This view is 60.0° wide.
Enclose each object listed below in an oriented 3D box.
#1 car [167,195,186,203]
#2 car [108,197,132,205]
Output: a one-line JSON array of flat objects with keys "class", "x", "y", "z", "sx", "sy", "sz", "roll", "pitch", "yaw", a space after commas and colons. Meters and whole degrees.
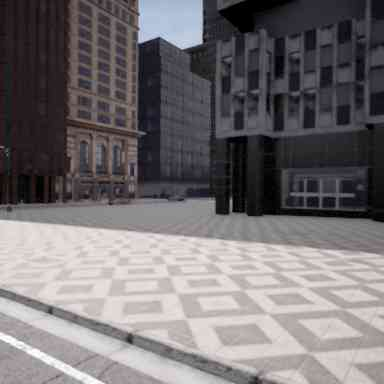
[{"class": "car", "x": -3.092, "y": 1.388, "z": 68.650, "sx": 2.128, "sy": 1.511, "sz": 4.902, "roll": 1, "pitch": 1, "yaw": 35}, {"class": "car", "x": -12.070, "y": 1.564, "z": 55.961, "sx": 1.994, "sy": 1.385, "sz": 4.181, "roll": 1, "pitch": 1, "yaw": 35}]
